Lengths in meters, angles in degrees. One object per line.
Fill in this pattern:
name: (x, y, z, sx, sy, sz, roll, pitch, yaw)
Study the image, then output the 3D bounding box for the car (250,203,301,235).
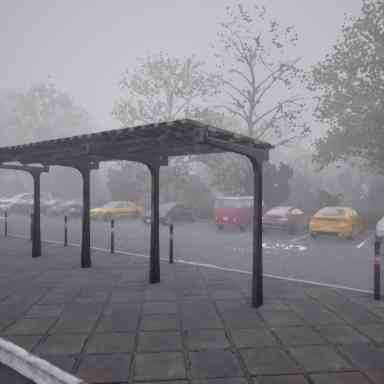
car: (5.345, 1.527, 18.890, 2.002, 1.452, 4.674, 0, 0, 35)

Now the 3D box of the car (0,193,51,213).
car: (-17.301, 1.097, 34.934, 2.435, 2.045, 5.566, 0, 0, 35)

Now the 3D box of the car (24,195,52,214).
car: (-12.755, 1.375, 31.749, 2.097, 1.535, 5.008, 0, 0, 35)

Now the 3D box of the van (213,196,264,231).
van: (3.152, 1.247, 20.593, 1.878, 1.987, 4.442, 0, 0, 35)

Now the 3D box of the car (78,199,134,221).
car: (-6.077, 1.414, 26.774, 1.946, 1.575, 5.366, 0, 0, 35)

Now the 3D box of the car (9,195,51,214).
car: (-15.019, 1.362, 33.355, 2.097, 1.535, 5.008, 0, 0, 35)

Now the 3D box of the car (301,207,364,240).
car: (7.608, 1.501, 17.281, 2.097, 1.535, 5.008, 0, 0, 35)

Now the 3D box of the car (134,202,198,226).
car: (-1.459, 1.475, 23.688, 2.163, 1.488, 4.792, 0, 0, 35)

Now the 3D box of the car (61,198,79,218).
car: (-8.216, 1.433, 28.555, 2.163, 1.488, 4.792, 0, 0, 35)

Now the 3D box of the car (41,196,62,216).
car: (-10.491, 1.391, 30.143, 2.231, 1.521, 4.892, 0, 0, 35)

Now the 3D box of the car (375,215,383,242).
car: (9.873, 1.556, 15.677, 2.002, 1.452, 4.674, 0, 0, 35)
